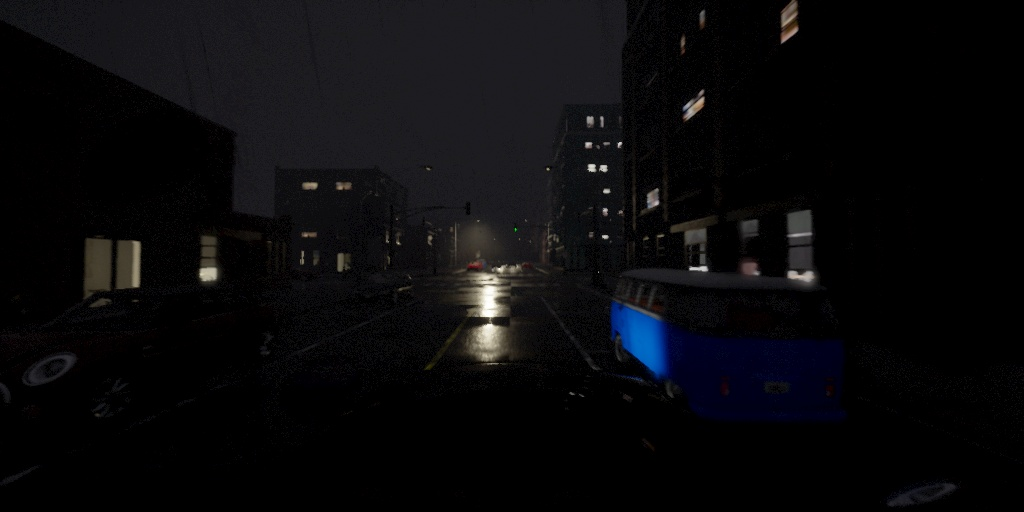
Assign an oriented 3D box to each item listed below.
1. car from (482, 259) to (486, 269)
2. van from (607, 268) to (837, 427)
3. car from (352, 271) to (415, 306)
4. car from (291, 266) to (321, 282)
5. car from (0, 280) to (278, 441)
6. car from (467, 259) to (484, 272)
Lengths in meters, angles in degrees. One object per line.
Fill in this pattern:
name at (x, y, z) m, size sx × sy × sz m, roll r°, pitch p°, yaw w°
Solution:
car at (-5.688, 1.650, 59.962) m, size 1.888 × 1.381 × 4.507 m, roll 0°, pitch 0°, yaw 0°
van at (2.692, 1.114, 5.503) m, size 1.690 × 1.789 × 3.998 m, roll 0°, pitch 0°, yaw 0°
car at (-5.689, 1.391, 16.325) m, size 2.007 × 1.370 × 4.403 m, roll 0°, pitch 0°, yaw 0°
car at (-19.293, 1.547, 31.572) m, size 4.507 × 1.381 × 1.888 m, roll 0°, pitch 0°, yaw 1°
car at (-5.689, 1.213, 5.511) m, size 1.967 × 1.591 × 4.097 m, roll 0°, pitch 0°, yaw 0°
car at (-5.764, 1.616, 54.280) m, size 1.888 × 1.381 × 4.507 m, roll 0°, pitch 0°, yaw 0°
